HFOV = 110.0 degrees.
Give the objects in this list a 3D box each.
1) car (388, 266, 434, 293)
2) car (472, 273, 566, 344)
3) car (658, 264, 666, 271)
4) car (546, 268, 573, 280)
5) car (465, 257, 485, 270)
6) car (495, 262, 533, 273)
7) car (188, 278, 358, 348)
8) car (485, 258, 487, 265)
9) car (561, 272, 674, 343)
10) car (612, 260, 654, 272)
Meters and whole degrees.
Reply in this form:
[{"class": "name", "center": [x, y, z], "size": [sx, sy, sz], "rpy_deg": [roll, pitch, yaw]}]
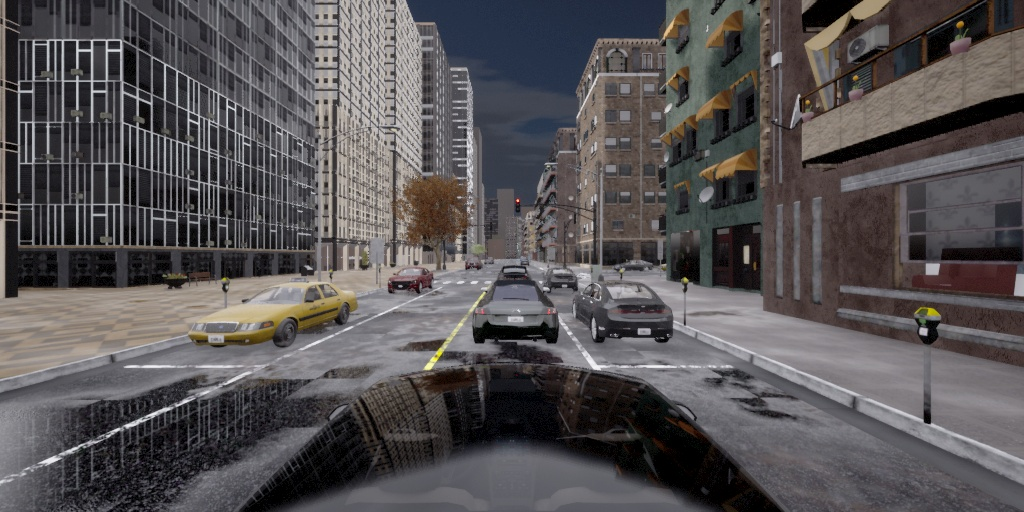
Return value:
[{"class": "car", "center": [-5.689, 1.299, 20.540], "size": [1.888, 1.381, 4.507], "rpy_deg": [0, 0, 0]}, {"class": "car", "center": [0.088, 1.315, 9.621], "size": [1.994, 1.385, 4.181], "rpy_deg": [0, 0, 0]}, {"class": "car", "center": [18.837, 1.006, 40.008], "size": [4.829, 1.417, 1.751], "rpy_deg": [0, 0, -1]}, {"class": "car", "center": [2.691, 1.305, 20.539], "size": [2.007, 1.370, 4.403], "rpy_deg": [0, 0, 0]}, {"class": "car", "center": [-5.685, 1.098, 52.928], "size": [2.192, 1.841, 5.009], "rpy_deg": [0, 0, 0]}, {"class": "car", "center": [0.107, 1.259, 19.670], "size": [1.837, 1.490, 4.892], "rpy_deg": [0, 0, -1]}, {"class": "car", "center": [-5.690, 1.276, 9.305], "size": [1.751, 1.417, 4.829], "rpy_deg": [0, 0, 0]}, {"class": "car", "center": [-5.684, 1.356, 58.451], "size": [1.948, 1.339, 4.313], "rpy_deg": [0, 0, 0]}, {"class": "car", "center": [2.690, 1.301, 9.473], "size": [2.007, 1.370, 4.403], "rpy_deg": [0, 0, 0]}, {"class": "car", "center": [13.440, 1.108, 39.954], "size": [4.403, 1.370, 2.007], "rpy_deg": [0, 0, -1]}]
